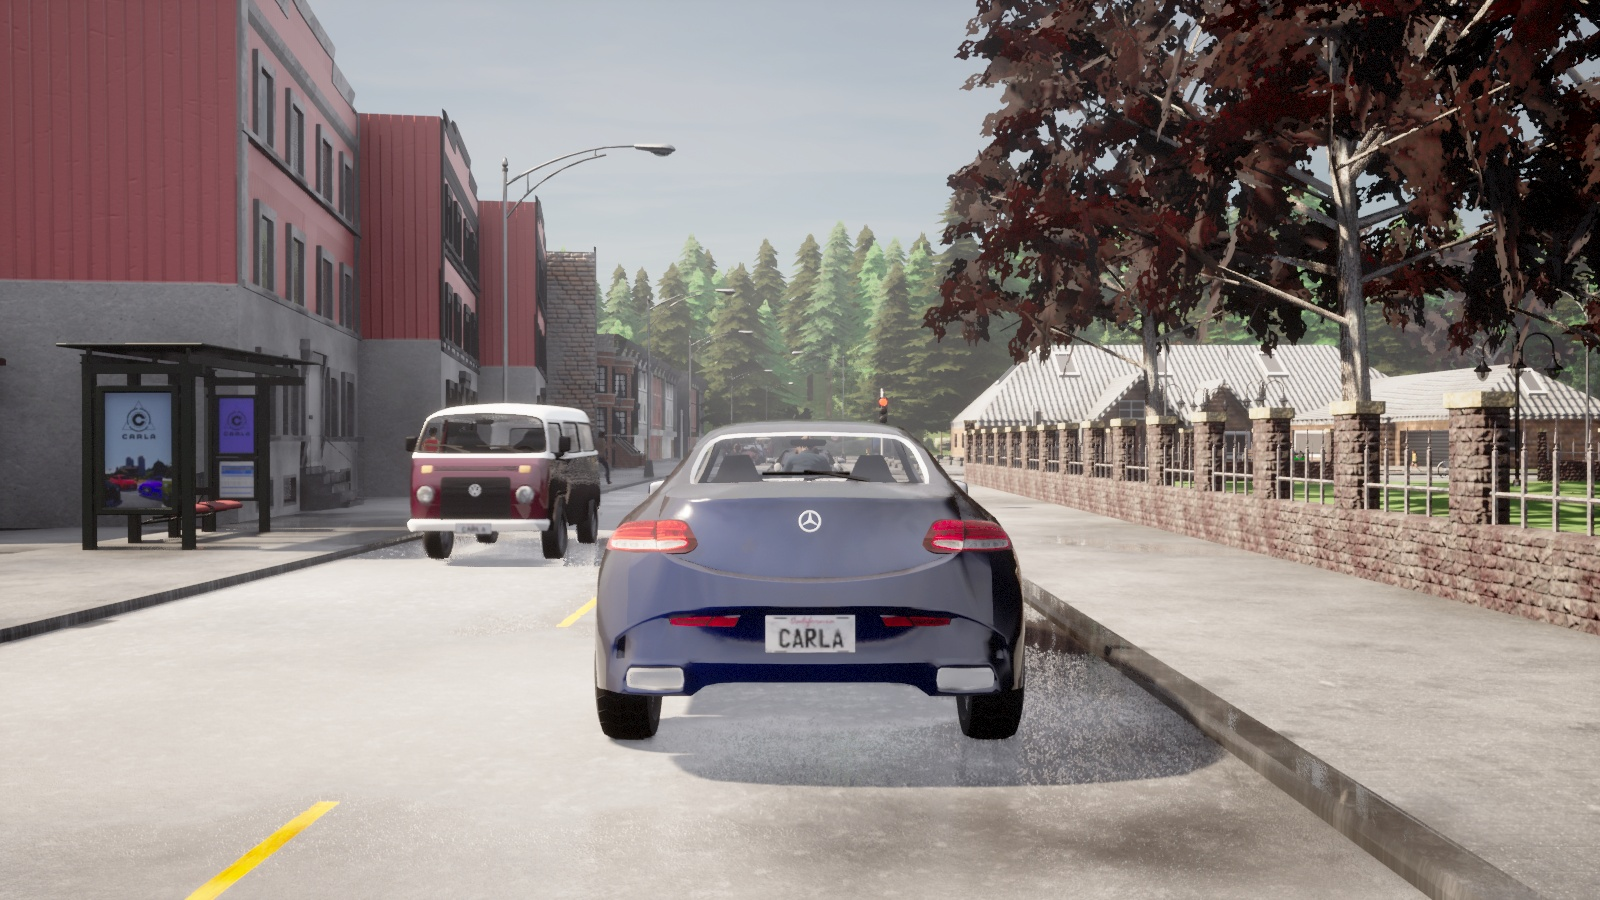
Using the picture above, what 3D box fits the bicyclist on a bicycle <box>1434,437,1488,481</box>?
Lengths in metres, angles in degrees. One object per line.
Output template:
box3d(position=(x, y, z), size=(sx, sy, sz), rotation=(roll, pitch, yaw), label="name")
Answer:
box3d(position=(26.735, 0.352, 50.825), size=(1.843, 1.776, 0.659), rotation=(0, 0, -1), label="bicyclist on a bicycle")

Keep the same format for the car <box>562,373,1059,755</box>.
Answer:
box3d(position=(0.053, 0.480, 7.945), size=(2.152, 1.651, 5.027), rotation=(0, 0, 0), label="car")

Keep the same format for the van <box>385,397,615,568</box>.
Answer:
box3d(position=(-3.903, 0.370, 17.208), size=(2.069, 2.038, 4.480), rotation=(0, 0, 0), label="van")

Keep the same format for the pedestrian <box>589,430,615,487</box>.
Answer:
box3d(position=(-6.323, 0.262, 40.070), size=(0.328, 1.805, 0.869), rotation=(0, 0, 31), label="pedestrian")
